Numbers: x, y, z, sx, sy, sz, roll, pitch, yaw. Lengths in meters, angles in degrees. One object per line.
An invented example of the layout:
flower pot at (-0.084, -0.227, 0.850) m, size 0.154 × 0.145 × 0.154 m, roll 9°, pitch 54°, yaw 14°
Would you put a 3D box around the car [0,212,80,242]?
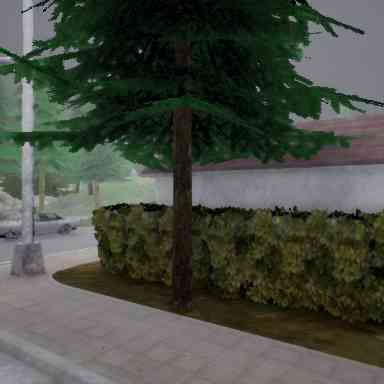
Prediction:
car at (-8.565, 1.792, 17.910) m, size 1.895 × 1.301 × 4.718 m, roll 0°, pitch 0°, yaw 35°
